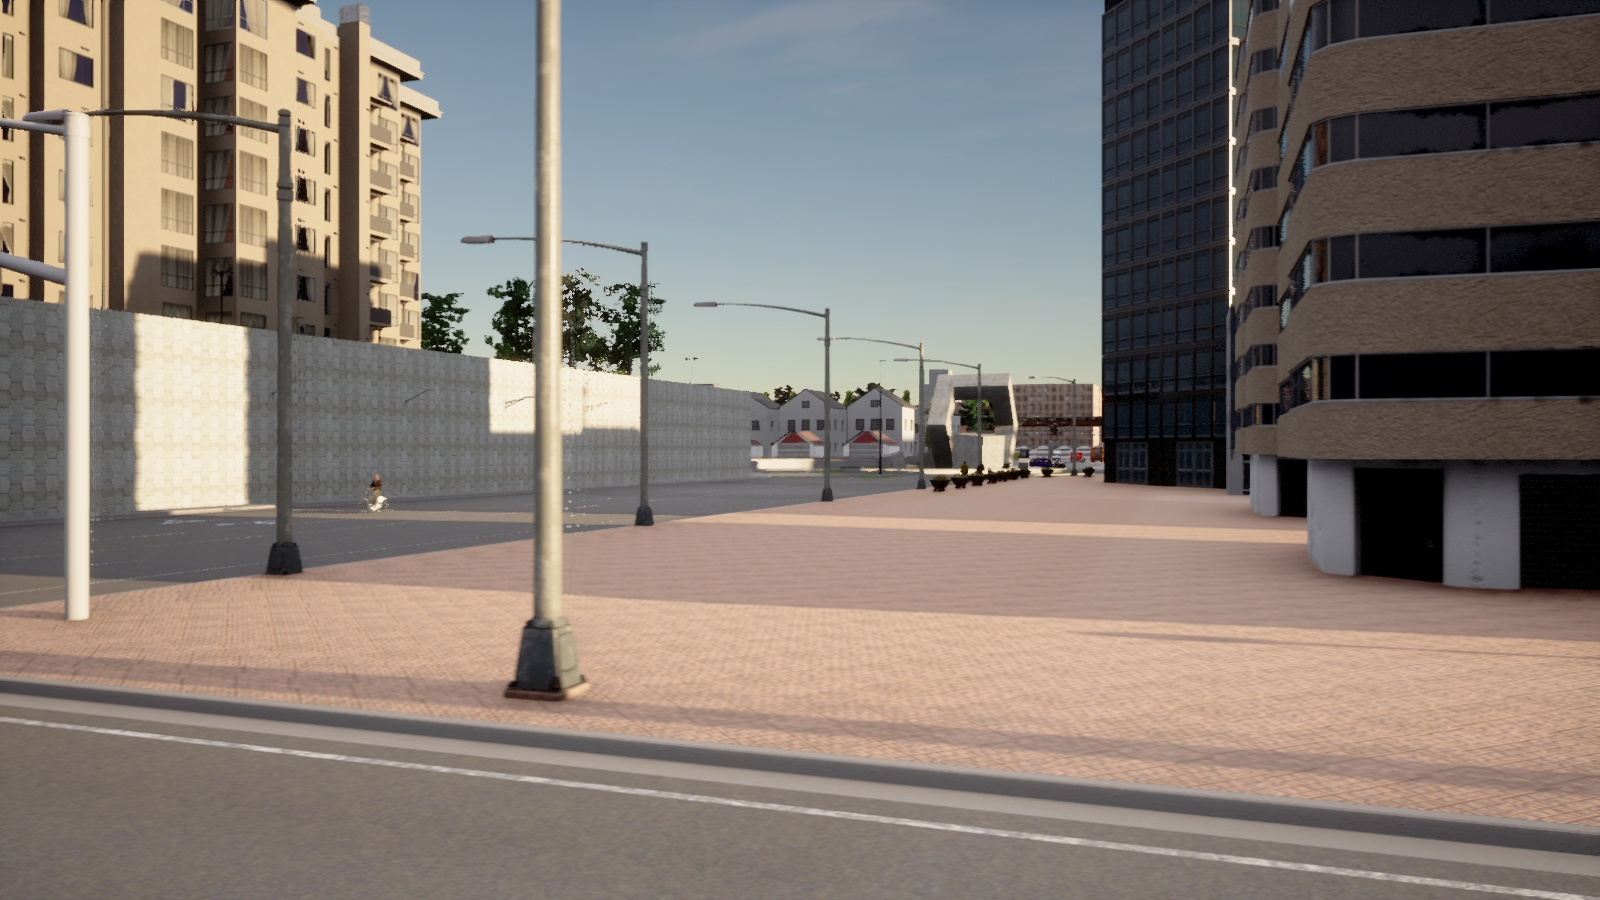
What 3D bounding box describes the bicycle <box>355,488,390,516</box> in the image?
[{"bbox_3d":[-18.529,2.234,49.538,0.329,1.126,1.835,0,0,20],"label":"bicycle"}]
